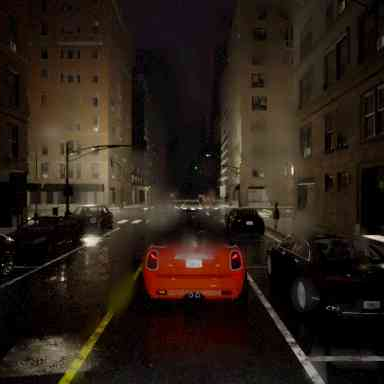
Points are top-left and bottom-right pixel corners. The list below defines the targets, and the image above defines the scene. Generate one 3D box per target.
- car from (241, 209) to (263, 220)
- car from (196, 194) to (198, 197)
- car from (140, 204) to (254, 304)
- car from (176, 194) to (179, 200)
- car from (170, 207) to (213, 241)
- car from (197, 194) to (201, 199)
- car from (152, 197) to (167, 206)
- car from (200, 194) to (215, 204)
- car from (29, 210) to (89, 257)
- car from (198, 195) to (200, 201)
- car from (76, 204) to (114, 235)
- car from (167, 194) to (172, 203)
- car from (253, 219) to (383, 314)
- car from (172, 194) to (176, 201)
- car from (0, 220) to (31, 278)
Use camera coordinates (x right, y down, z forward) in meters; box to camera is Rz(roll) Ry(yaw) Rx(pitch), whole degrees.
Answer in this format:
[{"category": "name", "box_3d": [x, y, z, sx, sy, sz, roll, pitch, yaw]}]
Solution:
[{"category": "car", "box_3d": [2.836, 1.567, 18.451, 1.947, 1.339, 4.313, 0, 0, 0]}, {"category": "car", "box_3d": [2.849, 1.561, 87.995, 1.967, 1.590, 4.097, 0, 0, 0]}, {"category": "car", "box_3d": [0.054, 1.352, 8.325, 2.097, 1.767, 4.553, 0, 0, 0]}, {"category": "car", "box_3d": [-5.673, 1.458, 93.405, 2.192, 1.841, 5.009, 0, 0, 0]}, {"category": "car", "box_3d": [-0.010, 1.565, 17.300, 1.994, 1.385, 4.181, 0, 0, 0]}, {"category": "car", "box_3d": [2.842, 1.525, 77.177, 1.967, 1.590, 4.097, 0, 0, 0]}, {"category": "car", "box_3d": [-5.697, 1.618, 55.544, 1.802, 1.307, 4.206, 0, 0, 0]}, {"category": "car", "box_3d": [2.827, 1.477, 55.541, 1.967, 1.590, 4.097, 0, 0, 0]}, {"category": "car", "box_3d": [-5.684, 1.582, 12.940, 1.802, 1.307, 4.206, 0, 0, 0]}, {"category": "car", "box_3d": [2.835, 1.607, 66.359, 2.008, 1.369, 4.403, 0, 0, 0]}, {"category": "car", "box_3d": [-5.690, 1.441, 18.441, 1.967, 1.590, 4.097, 0, 0, 0]}, {"category": "car", "box_3d": [-5.689, 1.607, 66.361, 2.008, 1.369, 4.403, 0, 0, 0]}, {"category": "car", "box_3d": [2.848, 1.550, 7.448, 2.008, 1.369, 4.403, 0, 0, 0]}, {"category": "car", "box_3d": [-5.679, 1.627, 82.417, 1.752, 1.417, 4.829, 0, 0, 0]}, {"category": "car", "box_3d": [-5.677, 1.566, 7.438, 1.947, 1.339, 4.313, 0, 0, 0]}]
